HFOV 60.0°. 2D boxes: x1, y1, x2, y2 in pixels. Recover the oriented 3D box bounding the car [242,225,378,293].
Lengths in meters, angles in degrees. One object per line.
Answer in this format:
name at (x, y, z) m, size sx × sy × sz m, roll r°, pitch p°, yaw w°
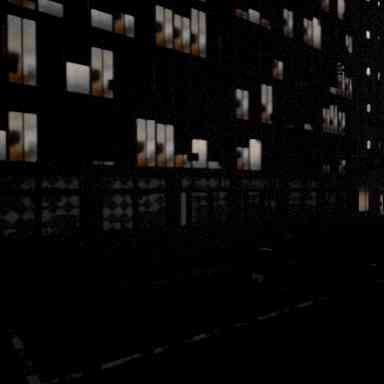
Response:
car at (3.287, 1.605, 8.922) m, size 4.313 × 1.339 × 1.947 m, roll 0°, pitch -1°, yaw -36°
